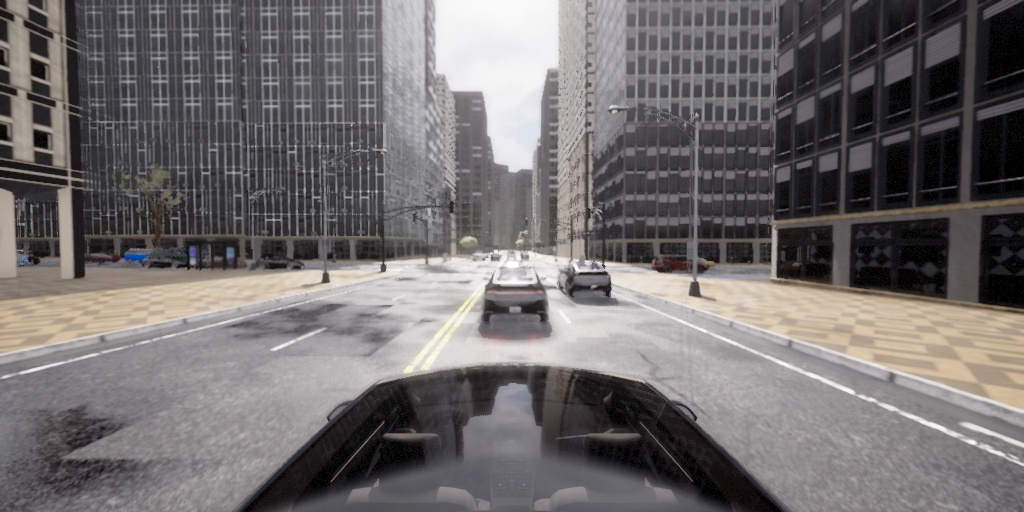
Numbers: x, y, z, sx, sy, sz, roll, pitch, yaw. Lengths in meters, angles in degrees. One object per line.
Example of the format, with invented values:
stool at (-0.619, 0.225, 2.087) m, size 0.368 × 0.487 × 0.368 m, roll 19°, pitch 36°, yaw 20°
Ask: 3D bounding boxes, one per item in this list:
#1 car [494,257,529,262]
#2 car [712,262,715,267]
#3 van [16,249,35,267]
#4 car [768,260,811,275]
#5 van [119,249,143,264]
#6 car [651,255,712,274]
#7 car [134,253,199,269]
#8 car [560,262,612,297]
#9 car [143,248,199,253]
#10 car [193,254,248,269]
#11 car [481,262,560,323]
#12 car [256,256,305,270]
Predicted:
car at (0.066, 0.982, 23.986) m, size 2.033 × 1.411 × 5.357 m, roll 0°, pitch 1°, yaw 0°
car at (21.739, 0.824, 43.164) m, size 4.829 × 1.417 × 1.751 m, roll 0°, pitch 0°, yaw 1°
van at (-51.194, 0.222, 35.990) m, size 3.998 × 1.789 × 1.690 m, roll 0°, pitch 0°, yaw 1°
car at (27.590, 1.123, 34.695) m, size 4.829 × 1.417 × 1.751 m, roll 0°, pitch 0°, yaw 1°
van at (-45.354, 0.026, 44.259) m, size 3.998 × 1.789 × 1.690 m, roll 0°, pitch 0°, yaw 1°
car at (16.142, 0.812, 34.872) m, size 5.009 × 1.841 × 2.192 m, roll 0°, pitch 0°, yaw 1°
car at (-34.149, 0.607, 35.621) m, size 4.313 × 1.339 × 1.948 m, roll 0°, pitch 0°, yaw 1°
car at (3.328, 1.025, 17.031) m, size 2.128 × 1.511 × 4.902 m, roll 0°, pitch 1°, yaw 0°
car at (-35.295, 0.173, 38.261) m, size 5.566 × 2.045 × 2.150 m, roll 1°, pitch 2°, yaw 1°
car at (-28.468, 0.678, 35.457) m, size 4.207 × 1.307 × 1.802 m, roll 0°, pitch 0°, yaw 1°
car at (0.084, 1.105, 11.465) m, size 2.128 × 1.511 × 4.902 m, roll 0°, pitch 1°, yaw 0°
car at (-22.784, 0.715, 35.334) m, size 4.313 × 1.339 × 1.948 m, roll 0°, pitch 0°, yaw 1°
